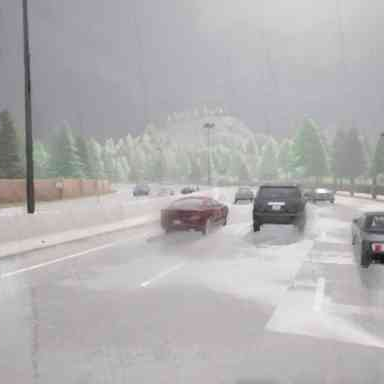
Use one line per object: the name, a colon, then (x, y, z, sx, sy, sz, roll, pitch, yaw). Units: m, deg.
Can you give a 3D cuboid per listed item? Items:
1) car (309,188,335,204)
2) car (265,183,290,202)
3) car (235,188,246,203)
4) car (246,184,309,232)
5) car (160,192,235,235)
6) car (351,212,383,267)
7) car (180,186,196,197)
car: (11.888, 0.298, 31.086, 2.033, 1.411, 5.357, 0, 2, 10)
car: (8.939, -0.007, 35.120, 2.097, 1.767, 4.553, 0, 2, 9)
car: (5.225, 0.287, 33.565, 2.033, 1.411, 5.357, 0, 2, 9)
car: (4.224, 0.610, 15.658, 2.150, 2.045, 5.566, 0, 2, 19)
car: (0.294, 0.931, 15.113, 1.882, 1.535, 5.008, 0, 2, 21)
car: (5.594, 1.197, 9.356, 1.895, 1.301, 4.718, 0, 2, 22)
car: (-0.510, -0.076, 47.131, 1.895, 1.301, 4.718, -1, 2, 3)
